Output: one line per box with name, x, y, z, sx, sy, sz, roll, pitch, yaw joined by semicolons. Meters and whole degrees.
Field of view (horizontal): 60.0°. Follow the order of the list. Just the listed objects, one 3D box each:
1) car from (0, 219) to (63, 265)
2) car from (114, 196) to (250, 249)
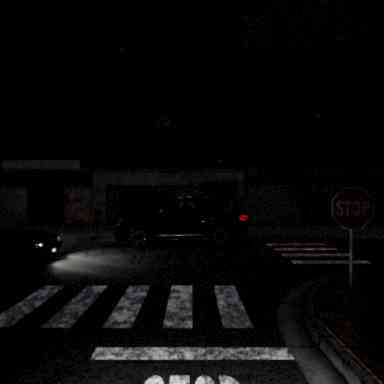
car;-7.248;1.553;11.059;5.357;1.411;2.033;0;0;0
car;-0.386;1.198;14.005;5.566;2.045;2.150;0;0;0
